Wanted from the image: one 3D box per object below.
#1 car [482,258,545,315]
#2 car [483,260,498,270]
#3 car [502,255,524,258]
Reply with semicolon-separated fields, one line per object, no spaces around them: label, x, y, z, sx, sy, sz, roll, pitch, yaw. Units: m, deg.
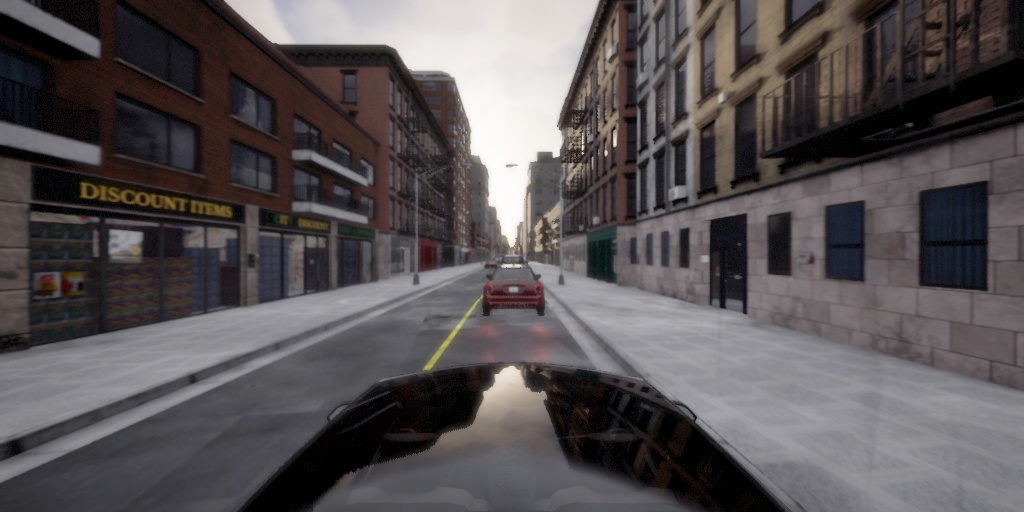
car;0.070;1.092;13.671;2.097;1.767;4.553;0;0;0
car;-3.062;1.300;52.722;1.895;1.301;4.718;0;0;0
car;0.068;0.951;27.996;2.150;2.045;5.566;0;0;0
